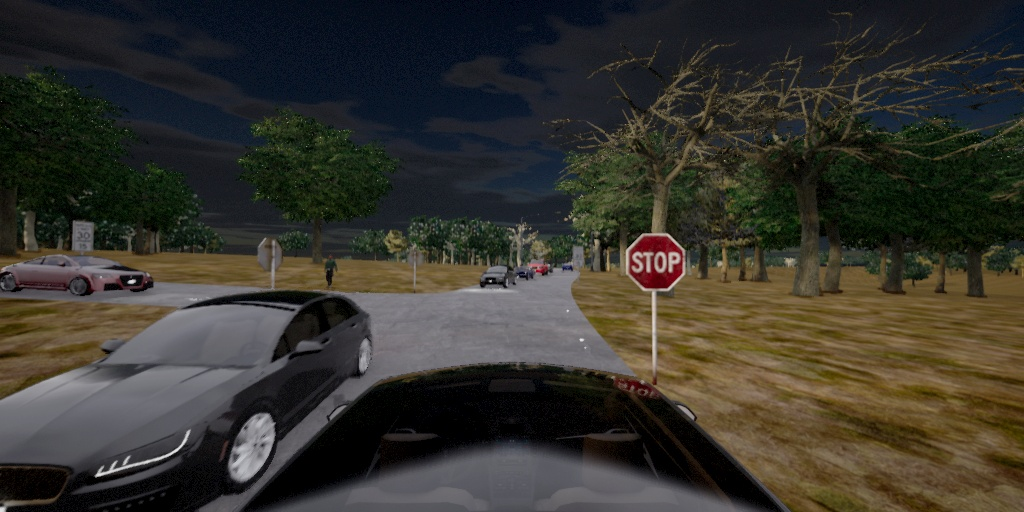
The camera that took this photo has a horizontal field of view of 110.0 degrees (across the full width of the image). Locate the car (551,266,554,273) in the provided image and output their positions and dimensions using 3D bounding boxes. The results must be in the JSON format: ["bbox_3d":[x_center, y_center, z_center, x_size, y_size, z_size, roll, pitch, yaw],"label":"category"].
[{"bbox_3d":[5.239,1.894,55.034,1.812,1.442,4.674,0,-1,11],"label":"car"}]

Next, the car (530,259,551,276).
[{"bbox_3d":[3.268,1.434,45.343,2.150,2.045,5.566,0,-1,12],"label":"car"}]

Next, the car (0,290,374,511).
[{"bbox_3d":[-3.230,1.264,4.512,1.837,1.490,4.892,2,0,-4],"label":"car"}]

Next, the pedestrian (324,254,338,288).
[{"bbox_3d":[-9.814,0.794,19.276,0.375,1.860,0.375,0,-4,3],"label":"pedestrian"}]

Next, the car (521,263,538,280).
[{"bbox_3d":[1.018,1.660,35.129,1.895,1.301,4.718,0,-1,13],"label":"car"}]

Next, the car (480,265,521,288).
[{"bbox_3d":[-0.891,1.429,25.756,1.837,1.490,4.892,0,-1,12],"label":"car"}]

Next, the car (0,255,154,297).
[{"bbox_3d":[-15.879,0.667,13.208,4.181,1.385,1.994,3,-1,3],"label":"car"}]
